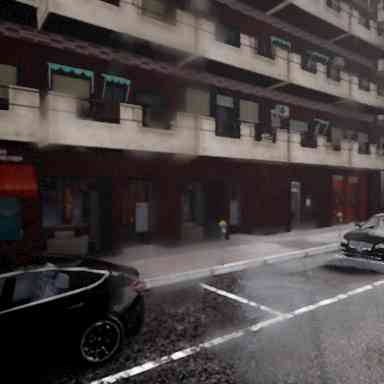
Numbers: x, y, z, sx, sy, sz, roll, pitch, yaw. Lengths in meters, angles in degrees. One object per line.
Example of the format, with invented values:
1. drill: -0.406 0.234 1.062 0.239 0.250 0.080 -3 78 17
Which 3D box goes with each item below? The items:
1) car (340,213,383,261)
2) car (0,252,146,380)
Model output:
1. car: 6.542 1.375 10.721 4.403 1.369 2.008 -1 1 -35
2. car: -2.671 1.564 4.193 4.313 1.339 1.947 -1 1 -35
